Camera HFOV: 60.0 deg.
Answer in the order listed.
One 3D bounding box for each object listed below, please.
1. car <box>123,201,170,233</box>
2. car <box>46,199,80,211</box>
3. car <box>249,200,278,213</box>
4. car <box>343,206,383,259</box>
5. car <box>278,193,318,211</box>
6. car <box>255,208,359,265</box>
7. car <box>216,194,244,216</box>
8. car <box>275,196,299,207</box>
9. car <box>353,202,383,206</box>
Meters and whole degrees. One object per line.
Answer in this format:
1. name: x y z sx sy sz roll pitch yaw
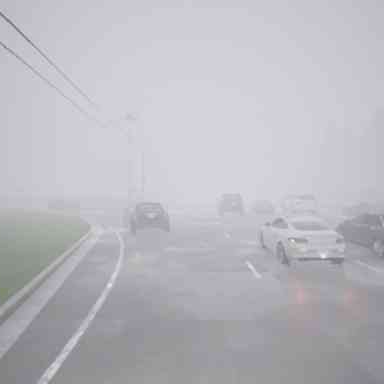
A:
1. car: -2.789 1.312 19.464 2.097 1.767 4.553 0 0 -18
2. car: -15.166 1.477 39.004 5.357 1.411 2.033 0 0 42
3. car: 7.110 1.497 34.038 1.994 1.385 4.181 0 0 0
4. car: 7.104 1.478 12.435 1.837 1.490 4.892 0 0 0
5. car: 10.609 1.155 33.082 2.150 2.045 5.566 0 0 0
6. car: 3.604 1.501 11.438 1.812 1.442 4.674 0 0 0
7. car: 3.610 1.159 31.785 2.150 2.045 5.566 0 0 0
8. car: 14.115 1.392 49.585 2.128 1.511 4.902 0 0 0
9. car: 14.108 1.492 26.663 2.033 1.411 5.357 0 0 0
